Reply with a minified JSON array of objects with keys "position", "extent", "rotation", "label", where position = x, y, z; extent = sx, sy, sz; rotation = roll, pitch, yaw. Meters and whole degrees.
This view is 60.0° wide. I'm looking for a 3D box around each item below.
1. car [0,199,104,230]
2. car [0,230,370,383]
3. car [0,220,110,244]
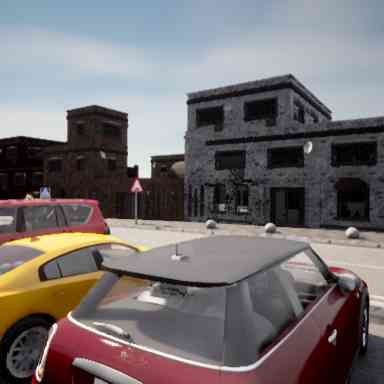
[{"position":[-4.278,1.206,7.147],"extent":[2.435,2.045,5.566],"rotation":[-1,0,34],"label":"car"},{"position":[0.670,1.305,3.835],"extent":[2.185,1.767,4.553],"rotation":[0,0,34],"label":"car"},{"position":[-1.839,1.444,5.544],"extent":[2.097,1.535,5.008],"rotation":[0,0,34],"label":"car"}]
